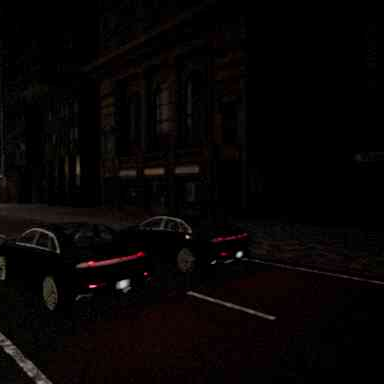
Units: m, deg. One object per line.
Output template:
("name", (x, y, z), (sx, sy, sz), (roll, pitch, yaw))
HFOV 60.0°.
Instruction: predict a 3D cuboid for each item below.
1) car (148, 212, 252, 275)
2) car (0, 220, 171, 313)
("car", (-0.506, 1.383, 10.230), (2.128, 1.511, 4.902), (-2, 1, -45))
("car", (-2.964, 1.454, 7.737), (2.128, 1.511, 4.902), (-2, 1, -45))
